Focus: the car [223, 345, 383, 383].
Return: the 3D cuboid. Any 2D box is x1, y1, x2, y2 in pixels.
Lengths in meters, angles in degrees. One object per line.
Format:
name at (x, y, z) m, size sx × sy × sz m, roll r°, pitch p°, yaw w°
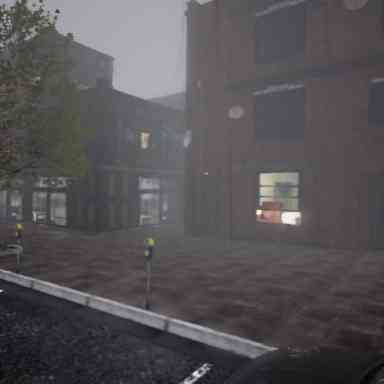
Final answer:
car at (2.060, 1.553, 1.552) m, size 4.403 × 1.369 × 2.008 m, roll 0°, pitch 1°, yaw 35°
